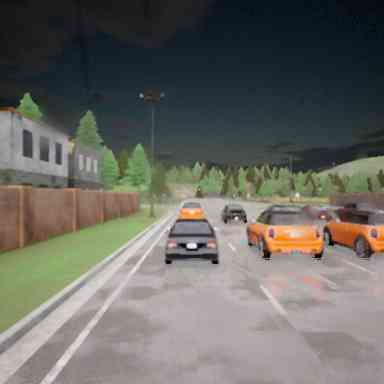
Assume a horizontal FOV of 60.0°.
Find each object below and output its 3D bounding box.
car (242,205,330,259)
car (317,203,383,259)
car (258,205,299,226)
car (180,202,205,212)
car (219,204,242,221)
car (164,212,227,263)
[{"bbox_3d":[3.515,1.501,13.416,2.097,1.767,4.553,0,-1,0],"label":"car"},{"bbox_3d":[7.015,1.501,13.417,2.097,1.767,4.553,0,-1,0],"label":"car"},{"bbox_3d":[6.998,1.853,27.504,2.033,1.411,5.357,0,-1,0],"label":"car"},{"bbox_3d":[0.010,1.667,28.415,2.097,1.767,4.553,0,-1,0],"label":"car"},{"bbox_3d":[3.509,1.824,28.490,1.837,1.490,4.892,0,0,0],"label":"car"},{"bbox_3d":[0.004,1.687,12.503,2.033,1.411,5.357,0,-1,0],"label":"car"}]
